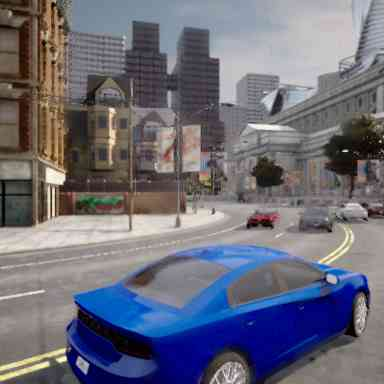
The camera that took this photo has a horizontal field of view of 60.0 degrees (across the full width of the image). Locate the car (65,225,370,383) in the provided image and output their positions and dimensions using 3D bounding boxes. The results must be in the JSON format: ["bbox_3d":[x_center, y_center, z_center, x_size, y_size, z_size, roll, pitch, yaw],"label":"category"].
[{"bbox_3d":[0.813,1.519,4.847,5.008,1.535,1.882,0,0,-41],"label":"car"}]

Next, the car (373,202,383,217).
[{"bbox_3d":[17.966,1.743,33.418,1.812,1.442,4.674,0,0,6],"label":"car"}]

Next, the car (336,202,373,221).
[{"bbox_3d":[13.859,1.723,29.100,1.812,1.442,4.674,0,0,12],"label":"car"}]

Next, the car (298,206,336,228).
[{"bbox_3d":[7.943,1.661,21.092,1.837,1.490,4.892,0,-1,23],"label":"car"}]

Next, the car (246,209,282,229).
[{"bbox_3d":[5.084,1.849,23.232,1.895,1.301,4.718,0,-1,20],"label":"car"}]
